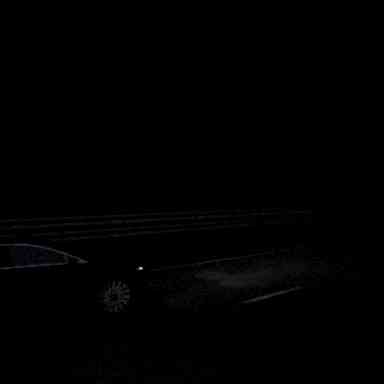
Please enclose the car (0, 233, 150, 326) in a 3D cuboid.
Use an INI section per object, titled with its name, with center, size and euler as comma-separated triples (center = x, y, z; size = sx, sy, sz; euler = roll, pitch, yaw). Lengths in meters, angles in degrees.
[car]
center = -3.110, 1.493, 5.828
size = 4.902, 1.511, 2.128
euler = 0, 0, -36
